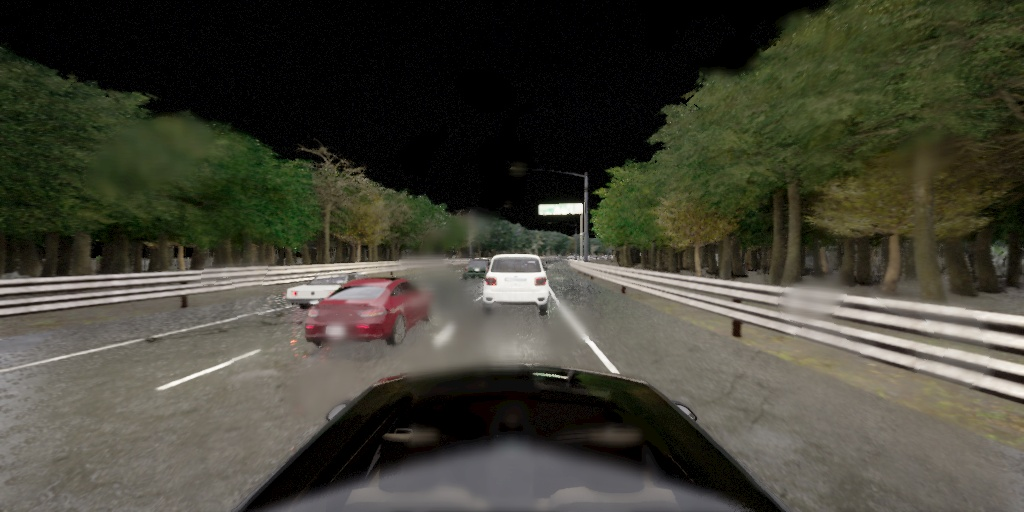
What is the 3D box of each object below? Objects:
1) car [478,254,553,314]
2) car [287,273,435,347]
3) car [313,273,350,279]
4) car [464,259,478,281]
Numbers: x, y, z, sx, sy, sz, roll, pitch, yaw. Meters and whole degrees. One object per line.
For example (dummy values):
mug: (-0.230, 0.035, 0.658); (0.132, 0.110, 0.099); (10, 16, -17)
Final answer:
car: (0.199, 0.955, 13.779); (2.150, 2.045, 5.566); (0, 0, 2)
car: (-3.307, 1.258, 9.123); (1.812, 1.442, 4.674); (0, 0, 1)
car: (-6.686, 1.316, 14.460); (1.895, 1.301, 4.718); (0, 0, 2)
car: (-2.446, 1.046, 28.706); (2.097, 1.767, 4.553); (0, 0, 4)
